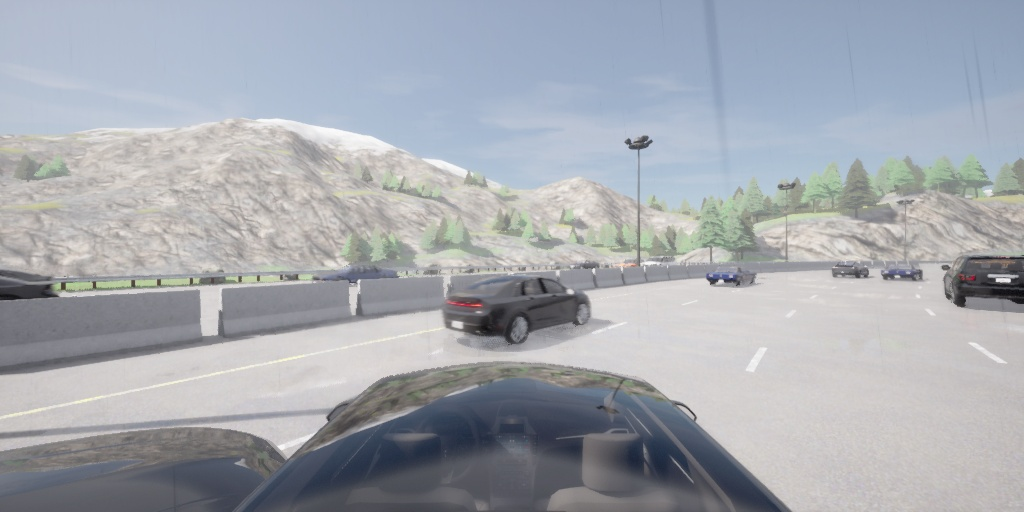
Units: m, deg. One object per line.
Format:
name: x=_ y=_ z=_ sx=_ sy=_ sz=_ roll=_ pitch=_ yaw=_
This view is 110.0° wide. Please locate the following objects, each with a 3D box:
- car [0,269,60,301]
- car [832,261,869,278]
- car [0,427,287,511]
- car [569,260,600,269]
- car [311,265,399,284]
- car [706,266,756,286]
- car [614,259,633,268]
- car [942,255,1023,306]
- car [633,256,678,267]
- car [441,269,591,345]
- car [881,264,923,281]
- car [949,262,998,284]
car: x=-17.138 y=1.227 z=10.385 sx=1.882 sy=1.535 sz=5.008 roll=0 pitch=0 yaw=37
car: x=31.387 y=1.241 z=33.249 sx=4.902 sy=1.511 sz=2.128 roll=0 pitch=0 yaw=-35
car: x=-2.981 y=1.255 z=0.452 sx=4.892 sy=1.490 sz=1.837 roll=0 pitch=0 yaw=-45
car: x=9.672 y=1.247 z=47.855 sx=4.902 sy=1.511 sz=2.128 roll=0 pitch=0 yaw=-38
car: x=-10.429 y=1.297 z=24.202 sx=2.033 sy=1.411 sz=5.357 roll=0 pitch=0 yaw=42
car: x=15.384 y=1.351 z=25.003 sx=4.718 sy=1.301 sz=1.895 roll=0 pitch=0 yaw=-42
car: x=14.110 y=1.143 z=42.440 sx=4.553 sy=1.767 sz=2.097 roll=0 pitch=0 yaw=-38
car: x=19.641 y=0.972 z=14.744 sx=5.566 sy=2.045 sz=2.150 roll=0 pitch=0 yaw=-43
car: x=16.224 y=1.031 z=39.650 sx=5.566 sy=2.045 sz=2.150 roll=0 pitch=0 yaw=-38
car: x=0.371 y=1.254 z=9.649 sx=1.837 sy=1.490 sz=4.892 roll=0 pitch=0 yaw=40
car: x=32.321 y=1.351 z=29.641 sx=4.718 sy=1.301 sz=1.895 roll=0 pitch=0 yaw=-35
car: x=35.935 y=1.238 z=27.894 sx=4.902 sy=1.511 sz=2.128 roll=1 pitch=0 yaw=-36
